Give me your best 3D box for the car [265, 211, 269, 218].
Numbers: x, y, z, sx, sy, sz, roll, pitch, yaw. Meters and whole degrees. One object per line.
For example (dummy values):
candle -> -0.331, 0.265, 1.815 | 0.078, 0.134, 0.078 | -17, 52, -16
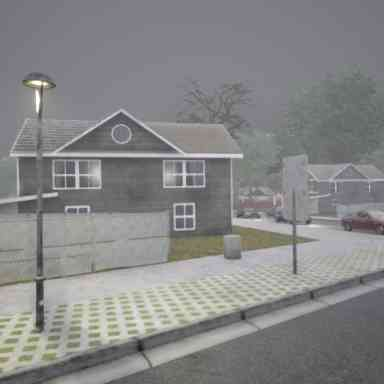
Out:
car -> 10.430, 2.489, 39.839 | 1.812, 1.442, 4.674 | -1, -2, -14

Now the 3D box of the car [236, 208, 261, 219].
car -> 6.998, 2.658, 41.550 | 1.994, 1.385, 4.181 | -1, -2, -13

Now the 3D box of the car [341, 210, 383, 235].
car -> 11.791, 1.929, 21.768 | 1.812, 1.442, 4.674 | -1, -2, -14

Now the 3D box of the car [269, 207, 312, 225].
car -> 9.422, 2.315, 31.411 | 1.994, 1.385, 4.181 | -1, -2, -13
